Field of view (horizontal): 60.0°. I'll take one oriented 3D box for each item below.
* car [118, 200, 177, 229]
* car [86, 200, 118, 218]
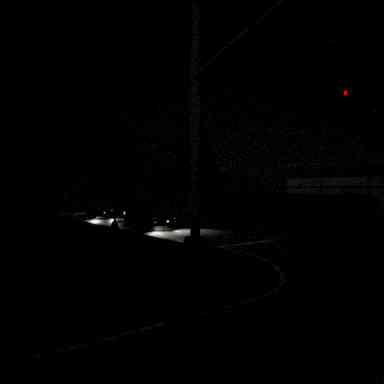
[{"bbox_3d":[-2.860,1.505,21.838,1.837,1.490,4.892,0,0,-36],"label":"car"},{"bbox_3d":[-8.386,1.505,30.084,1.837,1.490,4.892,0,0,-26],"label":"car"}]
